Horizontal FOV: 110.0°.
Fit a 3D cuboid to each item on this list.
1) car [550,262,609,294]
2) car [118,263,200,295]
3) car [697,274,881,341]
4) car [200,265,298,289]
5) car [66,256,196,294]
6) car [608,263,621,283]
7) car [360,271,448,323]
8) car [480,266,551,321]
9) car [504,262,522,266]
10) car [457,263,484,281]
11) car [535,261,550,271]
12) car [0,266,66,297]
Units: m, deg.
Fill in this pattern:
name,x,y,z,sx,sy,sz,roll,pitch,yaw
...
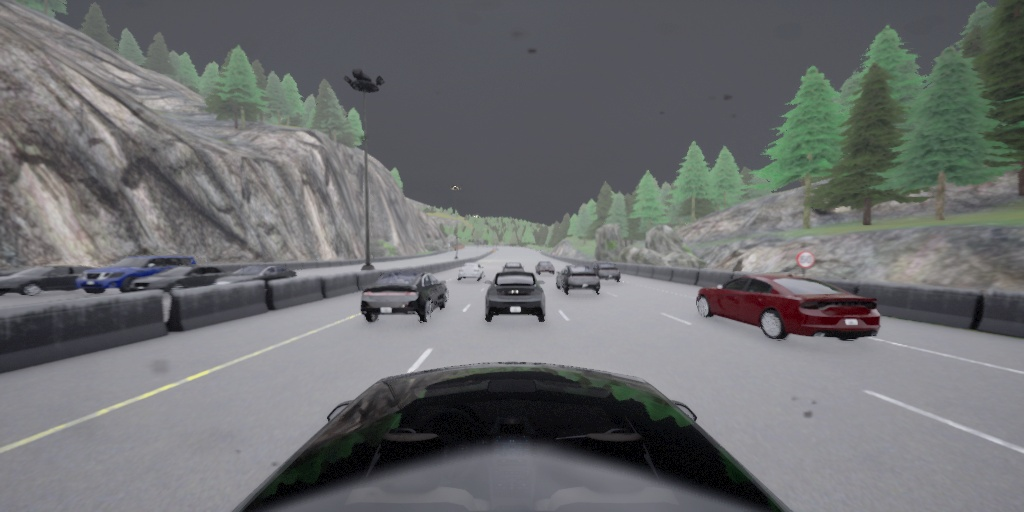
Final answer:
name,x,y,z,sx,sy,sz,roll,pitch,yaw
car,3.597,1.261,20.104,2.128,1.511,4.902,0,0,0
car,-17.520,1.276,19.356,1.837,1.490,4.892,0,-1,0
car,7.098,1.237,9.972,1.882,1.535,5.008,0,0,0
car,-14.015,1.262,19.910,2.128,1.511,4.902,0,0,0
car,-21.007,0.992,20.638,2.150,2.045,5.566,0,0,0
car,7.096,1.260,28.283,2.128,1.511,4.902,0,0,0
car,-3.402,1.252,12.124,2.128,1.511,4.902,0,0,0
car,0.098,1.266,12.507,1.837,1.490,4.892,0,0,0
car,0.095,1.255,30.866,2.128,1.511,4.902,0,0,0
car,-3.405,1.291,30.241,1.812,1.442,4.674,0,0,0
car,3.594,1.278,39.502,2.033,1.411,5.357,0,0,0
car,-24.522,1.275,19.140,1.837,1.490,4.892,0,-1,0
